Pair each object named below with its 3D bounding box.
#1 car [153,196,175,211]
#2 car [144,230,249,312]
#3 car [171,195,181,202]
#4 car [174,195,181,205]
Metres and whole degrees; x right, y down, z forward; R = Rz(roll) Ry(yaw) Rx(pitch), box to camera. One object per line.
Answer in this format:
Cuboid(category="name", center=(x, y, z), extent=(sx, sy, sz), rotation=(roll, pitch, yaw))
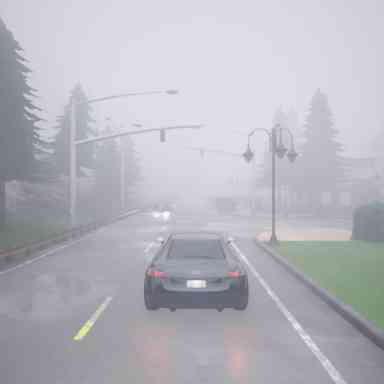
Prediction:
Cuboid(category="car", center=(-3.550, 1.485, 40.225), extent=(2.128, 1.511, 4.902), rotation=(0, 0, 0))
Cuboid(category="car", center=(0.086, 1.563, 7.782), extent=(1.994, 1.385, 4.181), rotation=(0, 0, 0))
Cuboid(category="car", center=(-3.418, 1.432, 72.868), extent=(1.882, 1.535, 5.008), rotation=(0, 0, 0))
Cuboid(category="car", center=(-3.513, 1.539, 57.229), extent=(2.033, 1.411, 5.357), rotation=(0, 0, 0))
